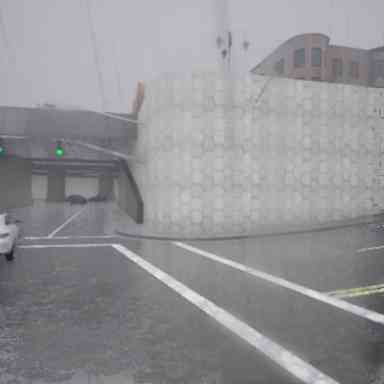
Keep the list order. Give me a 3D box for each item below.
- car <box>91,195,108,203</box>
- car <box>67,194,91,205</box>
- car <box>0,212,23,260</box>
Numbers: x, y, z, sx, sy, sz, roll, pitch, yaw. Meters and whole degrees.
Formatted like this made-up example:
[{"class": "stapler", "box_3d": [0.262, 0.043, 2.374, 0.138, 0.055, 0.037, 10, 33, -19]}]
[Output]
[{"class": "car", "box_3d": [-17.619, 1.314, 62.768, 1.994, 1.385, 4.181, 1, 0, 15]}, {"class": "car", "box_3d": [-17.954, 1.307, 52.931, 1.994, 1.385, 4.181, 1, 0, -7]}, {"class": "car", "box_3d": [-6.942, 1.402, 11.307, 1.812, 1.442, 4.674, 0, 0, -24]}]
